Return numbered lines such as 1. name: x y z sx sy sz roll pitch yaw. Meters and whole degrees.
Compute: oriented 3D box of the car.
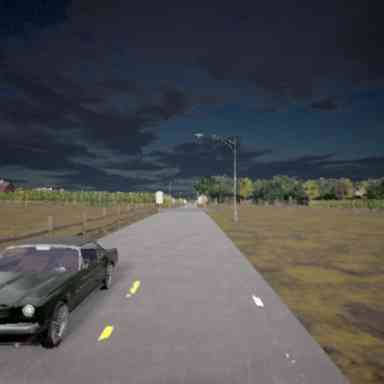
1. car: -2.834 1.628 6.453 1.895 1.301 4.718 0 0 0
